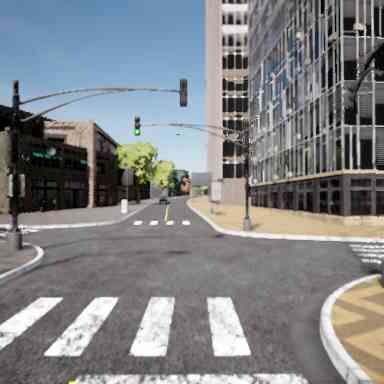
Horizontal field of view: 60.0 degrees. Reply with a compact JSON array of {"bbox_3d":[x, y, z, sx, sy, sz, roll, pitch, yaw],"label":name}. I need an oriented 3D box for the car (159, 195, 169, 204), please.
[{"bbox_3d":[-5.584,1.479,66.619,1.837,1.490,4.892,0,0,-1],"label":"car"}]
